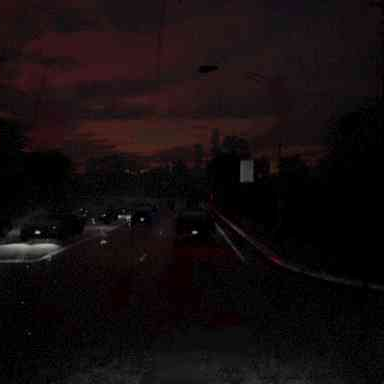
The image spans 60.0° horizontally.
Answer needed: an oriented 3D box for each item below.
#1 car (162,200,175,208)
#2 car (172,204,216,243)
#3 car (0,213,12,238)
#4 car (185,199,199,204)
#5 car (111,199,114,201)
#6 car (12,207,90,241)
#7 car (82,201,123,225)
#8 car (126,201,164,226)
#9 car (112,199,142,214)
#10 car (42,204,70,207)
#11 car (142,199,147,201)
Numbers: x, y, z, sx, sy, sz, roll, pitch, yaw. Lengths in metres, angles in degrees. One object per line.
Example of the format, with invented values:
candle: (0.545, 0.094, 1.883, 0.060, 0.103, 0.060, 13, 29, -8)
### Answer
car: (-3.379, 1.707, 45.712, 1.895, 1.301, 4.718, 0, 1, 0)
car: (0.117, 1.582, 16.611, 1.882, 1.535, 5.008, 0, 0, 0)
car: (-10.568, 1.576, 15.795, 1.882, 1.535, 5.008, 0, 0, 0)
car: (0.038, 1.638, 47.331, 2.033, 1.411, 5.357, 0, 1, 0)
car: (-10.463, 1.649, 45.979, 2.033, 1.411, 5.357, 0, 1, 0)
car: (-7.064, 1.672, 17.203, 1.994, 1.385, 4.181, 0, 0, 0)
car: (-7.007, 1.683, 25.960, 1.812, 1.442, 4.674, 0, 0, 1)
car: (-3.374, 1.678, 24.828, 1.812, 1.442, 4.674, 0, 0, 0)
car: (-6.962, 1.728, 35.912, 1.994, 1.385, 4.181, 0, 0, 0)
car: (-10.509, 1.645, 25.283, 2.128, 1.511, 4.902, 0, 0, 0)
car: (-6.962, 1.667, 45.907, 1.994, 1.385, 4.181, 0, 1, 0)
